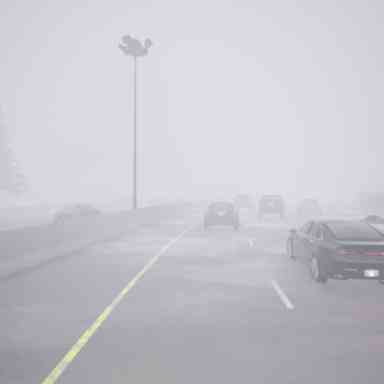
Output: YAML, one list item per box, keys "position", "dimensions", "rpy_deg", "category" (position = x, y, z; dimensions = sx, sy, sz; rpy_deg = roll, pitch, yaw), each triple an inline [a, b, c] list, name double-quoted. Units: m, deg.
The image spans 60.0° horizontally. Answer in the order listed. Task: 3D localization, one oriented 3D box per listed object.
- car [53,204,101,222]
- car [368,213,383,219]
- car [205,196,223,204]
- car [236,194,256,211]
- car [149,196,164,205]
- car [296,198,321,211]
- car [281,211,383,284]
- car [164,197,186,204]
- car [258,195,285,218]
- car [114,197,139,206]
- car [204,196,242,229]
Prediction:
- position: [-8.353, 1.546, 24.435]
  dimensions: [1.994, 1.385, 4.181]
  rpy_deg: [0, 0, 10]
  category: "car"
- position: [7.949, 1.555, 13.488]
  dimensions: [1.812, 1.442, 4.674]
  rpy_deg: [0, 0, 6]
  category: "car"
- position: [4.357, 1.511, 65.098]
  dimensions: [1.882, 1.535, 5.008]
  rpy_deg: [0, 0, 23]
  category: "car"
- position: [6.500, 1.255, 40.954]
  dimensions: [2.150, 2.045, 5.566]
  rpy_deg: [0, 0, 17]
  category: "car"
- position: [-5.909, 1.526, 58.723]
  dimensions: [1.812, 1.442, 4.674]
  rpy_deg: [0, 0, 22]
  category: "car"
- position: [11.703, 1.399, 33.610]
  dimensions: [2.097, 1.767, 4.553]
  rpy_deg: [0, 0, 14]
  category: "car"
- position: [4.089, 1.521, 9.659]
  dimensions: [1.837, 1.490, 4.892]
  rpy_deg: [0, 0, 4]
  category: "car"
- position: [-2.651, 1.574, 57.439]
  dimensions: [1.994, 1.385, 4.181]
  rpy_deg: [0, 0, 22]
  category: "car"
- position: [7.255, 1.254, 30.396]
  dimensions: [2.150, 2.045, 5.566]
  rpy_deg: [0, 0, 13]
  category: "car"
- position: [-10.862, 1.532, 55.595]
  dimensions: [2.033, 1.411, 5.357]
  rpy_deg: [0, 0, 21]
  category: "car"
- position: [2.034, 1.365, 21.791]
  dimensions: [2.097, 1.767, 4.553]
  rpy_deg: [0, 0, 9]
  category: "car"
